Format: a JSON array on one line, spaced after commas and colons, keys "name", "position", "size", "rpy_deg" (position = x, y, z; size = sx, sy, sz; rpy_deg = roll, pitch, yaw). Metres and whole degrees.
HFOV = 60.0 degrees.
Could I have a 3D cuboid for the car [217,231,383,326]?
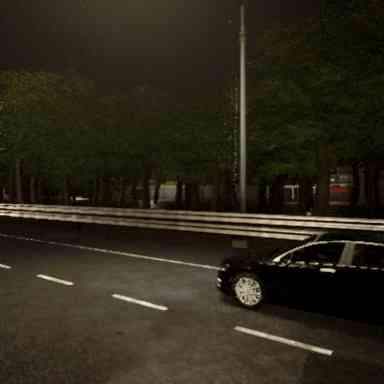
[{"name": "car", "position": [2.785, 1.506, 6.182], "size": [4.892, 1.490, 1.837], "rpy_deg": [0, 0, 36]}]
